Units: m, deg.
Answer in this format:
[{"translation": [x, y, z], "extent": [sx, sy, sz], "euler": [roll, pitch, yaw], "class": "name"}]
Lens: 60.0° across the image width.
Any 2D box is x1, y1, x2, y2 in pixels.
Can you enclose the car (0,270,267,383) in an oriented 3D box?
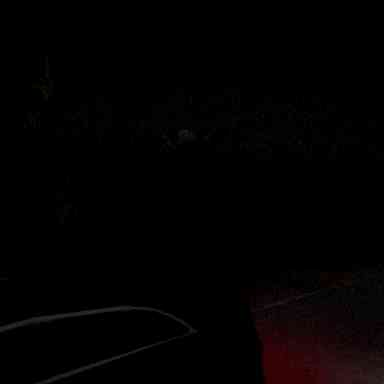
[{"translation": [-1.577, 1.491, 2.500], "extent": [4.902, 1.511, 2.128], "euler": [0, 0, -35], "class": "car"}]
